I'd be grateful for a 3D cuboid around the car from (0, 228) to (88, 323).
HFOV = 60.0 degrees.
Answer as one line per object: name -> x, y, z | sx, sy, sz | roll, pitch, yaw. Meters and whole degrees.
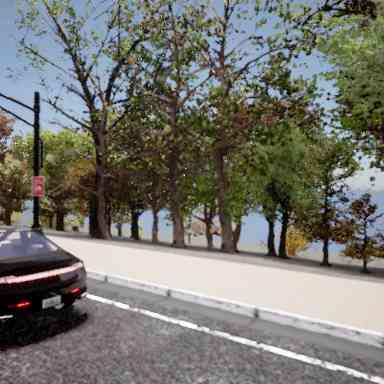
car -> -4.089, 1.469, 6.574 | 4.902, 1.511, 2.128 | 0, 0, 37
